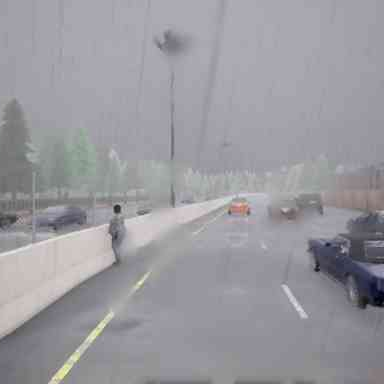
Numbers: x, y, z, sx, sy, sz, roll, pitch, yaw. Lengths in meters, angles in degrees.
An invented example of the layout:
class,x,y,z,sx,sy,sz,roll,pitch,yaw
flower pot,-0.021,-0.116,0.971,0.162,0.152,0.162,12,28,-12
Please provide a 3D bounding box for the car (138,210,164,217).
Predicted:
class,x,y,z,sx,sy,sz,roll,pitch,yaw
car,-3.367,1.505,28.684,1.837,1.490,4.892,0,0,10

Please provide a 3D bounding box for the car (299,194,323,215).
class,x,y,z,sx,sy,sz,roll,pitch,yaw
car,12.110,1.221,34.659,2.150,2.045,5.566,0,0,10

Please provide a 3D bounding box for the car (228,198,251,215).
class,x,y,z,sx,sy,sz,roll,pitch,yaw
car,4.911,1.352,34.203,2.097,1.767,4.553,0,0,10

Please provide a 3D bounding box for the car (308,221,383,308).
class,x,y,z,sx,sy,sz,roll,pitch,yaw
car,4.149,1.601,7.747,1.895,1.301,4.718,0,0,5

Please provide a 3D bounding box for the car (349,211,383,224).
class,x,y,z,sx,sy,sz,roll,pitch,yaw
car,8.670,1.547,15.024,2.033,1.411,5.357,0,0,9

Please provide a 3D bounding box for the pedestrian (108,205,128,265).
class,x,y,z,sx,sy,sz,roll,pitch,yaw
pedestrian,-2.279,1.294,10.254,0.375,1.860,0.375,0,0,7

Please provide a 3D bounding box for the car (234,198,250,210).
class,x,y,z,sx,sy,sz,roll,pitch,yaw
car,6.629,1.564,44.076,1.994,1.385,4.181,0,0,10

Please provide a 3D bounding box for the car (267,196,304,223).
class,x,y,z,sx,sy,sz,roll,pitch,yaw
car,6.965,1.352,25.578,2.097,1.767,4.553,0,0,10
